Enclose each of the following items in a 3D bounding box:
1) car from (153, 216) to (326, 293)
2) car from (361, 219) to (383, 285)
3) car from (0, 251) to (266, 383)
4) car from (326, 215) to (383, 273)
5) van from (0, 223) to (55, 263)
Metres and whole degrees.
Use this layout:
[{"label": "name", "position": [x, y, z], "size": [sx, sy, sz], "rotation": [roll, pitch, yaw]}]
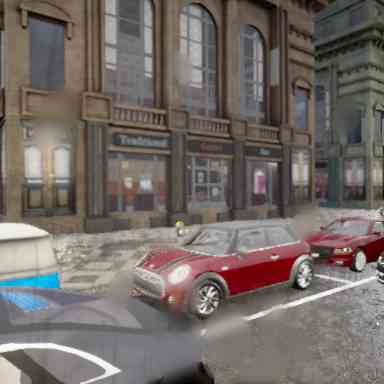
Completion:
[{"label": "car", "position": [0.739, 1.390, 7.173], "size": [4.097, 1.590, 1.967], "rotation": [-1, 1, -35]}, {"label": "car", "position": [6.226, 1.405, 7.810], "size": [4.892, 1.490, 1.837], "rotation": [-1, 0, -35]}, {"label": "car", "position": [-2.089, 1.500, 1.885], "size": [4.902, 1.511, 2.128], "rotation": [-1, 0, -35]}, {"label": "car", "position": [5.170, 1.438, 10.331], "size": [4.507, 1.381, 1.887], "rotation": [-1, 1, -35]}, {"label": "van", "position": [-3.692, 1.349, 4.014], "size": [3.998, 1.788, 1.690], "rotation": [-1, 1, -35]}]
